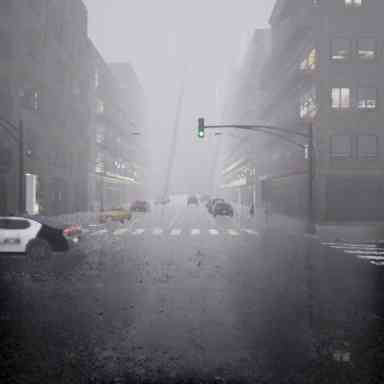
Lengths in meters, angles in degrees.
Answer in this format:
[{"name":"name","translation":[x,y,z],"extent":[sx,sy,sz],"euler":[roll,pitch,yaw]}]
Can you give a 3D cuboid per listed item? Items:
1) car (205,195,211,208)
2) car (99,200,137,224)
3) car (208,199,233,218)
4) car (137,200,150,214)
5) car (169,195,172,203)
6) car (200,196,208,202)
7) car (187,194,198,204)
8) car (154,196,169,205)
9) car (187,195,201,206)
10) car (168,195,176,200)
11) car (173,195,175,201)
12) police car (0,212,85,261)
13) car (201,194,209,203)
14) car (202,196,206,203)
[{"name":"car","translation":[2.773,1.448,36.075],"extent":[1.967,1.590,4.097],"euler":[1,0,0]},{"name":"car","translation":[-5.631,1.530,24.889],"extent":[1.752,1.417,4.829],"euler":[1,0,0]},{"name":"car","translation":[2.761,1.551,30.552],"extent":[1.887,1.381,4.507],"euler":[1,0,0]},{"name":"car","translation":[-5.609,1.553,36.106],"extent":[1.887,1.381,4.507],"euler":[1,0,0]},{"name":"car","translation":[-5.554,1.569,63.724],"extent":[2.008,1.369,4.403],"euler":[1,0,0]},{"name":"car","translation":[2.860,1.592,80.263],"extent":[1.947,1.339,4.313],"euler":[1,0,0]},{"name":"car","translation":[0.135,1.371,66.794],"extent":[2.097,1.767,4.553],"euler":[0,0,0]},{"name":"car","translation":[-5.565,1.541,58.030],"extent":[1.752,1.417,4.829],"euler":[1,0,0]},{"name":"car","translation":[0.116,1.520,56.401],"extent":[1.837,1.490,4.892],"euler":[0,0,0]},{"name":"car","translation":[-5.499,1.583,91.340],"extent":[2.008,1.369,4.403],"euler":[1,0,0]},{"name":"car","translation":[-5.510,1.554,85.646],"extent":[1.752,1.417,4.829],"euler":[1,0,0]},{"name":"police car","translation":[-6.488,1.505,11.688],"extent":[4.974,1.542,2.038],"euler":[0,0,0]},{"name":"car","translation":[2.840,1.336,69.217],"extent":[2.192,1.841,5.009],"euler":[1,0,0]},{"name":"car","translation":[2.793,1.593,47.122],"extent":[1.802,1.307,4.206],"euler":[1,0,0]}]
